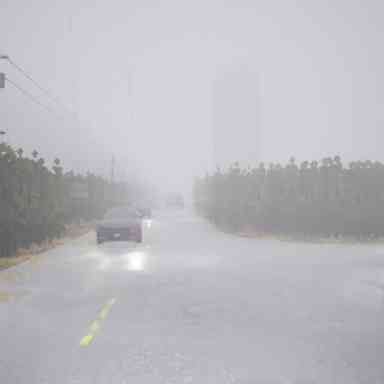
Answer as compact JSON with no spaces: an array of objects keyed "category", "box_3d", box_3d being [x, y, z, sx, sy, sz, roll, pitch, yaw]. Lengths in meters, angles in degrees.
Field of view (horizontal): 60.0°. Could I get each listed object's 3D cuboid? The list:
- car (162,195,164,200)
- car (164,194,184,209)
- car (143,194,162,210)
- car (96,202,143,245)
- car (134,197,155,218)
[{"category":"car","box_3d":[-5.463,1.160,59.058,1.882,1.535,5.008,0,0,3]},{"category":"car","box_3d":[-2.245,1.243,45.695,2.150,2.045,5.566,0,0,-2]},{"category":"car","box_3d":[-5.540,1.244,43.783,2.150,2.045,5.566,0,0,-2]},{"category":"car","box_3d":[-3.415,1.485,15.987,1.882,1.535,5.008,0,0,-9]},{"category":"car","box_3d":[-4.628,1.492,30.283,1.882,1.535,5.008,0,0,-5]}]
